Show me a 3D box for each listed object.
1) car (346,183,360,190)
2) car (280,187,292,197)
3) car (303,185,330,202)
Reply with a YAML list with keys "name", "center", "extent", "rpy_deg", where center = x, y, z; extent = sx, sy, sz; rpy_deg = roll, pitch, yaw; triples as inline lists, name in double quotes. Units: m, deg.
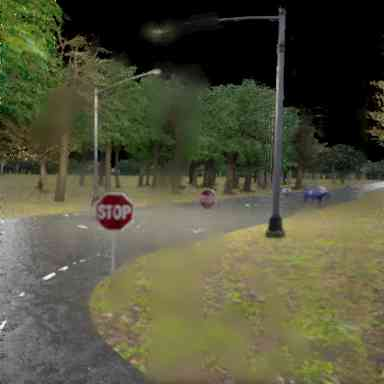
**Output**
- name: "car"
  center: [41.135, -1.197, 83.932]
  extent: [2.128, 1.511, 4.902]
  rpy_deg: [3, 4, 35]
- name: "car"
  center: [14.379, -0.015, 52.394]
  extent: [1.812, 1.442, 4.674]
  rpy_deg: [3, 4, 35]
- name: "car"
  center: [15.976, 0.138, 42.549]
  extent: [2.150, 2.045, 5.566]
  rpy_deg: [3, 3, 35]
